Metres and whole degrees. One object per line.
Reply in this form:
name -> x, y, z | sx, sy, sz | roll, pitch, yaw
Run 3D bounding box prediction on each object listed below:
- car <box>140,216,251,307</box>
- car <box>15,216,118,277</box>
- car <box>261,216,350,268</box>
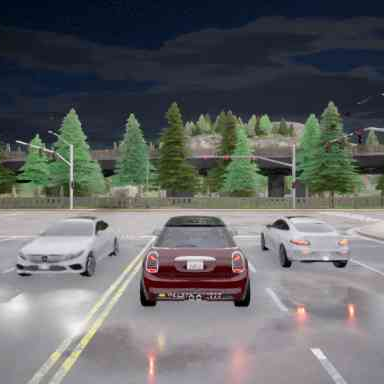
car -> 0.077, 1.352, 8.157 | 2.097, 1.767, 4.553 | 0, 0, 1
car -> -3.551, 1.526, 10.338 | 1.812, 1.442, 4.674 | 0, 0, 0
car -> 3.594, 1.526, 11.205 | 1.812, 1.442, 4.674 | 0, 0, 0
